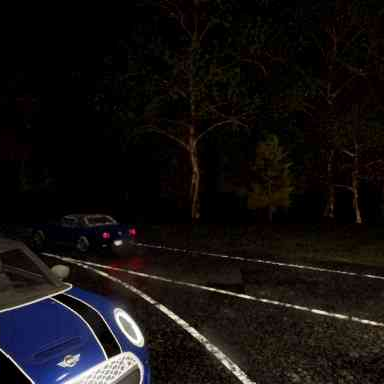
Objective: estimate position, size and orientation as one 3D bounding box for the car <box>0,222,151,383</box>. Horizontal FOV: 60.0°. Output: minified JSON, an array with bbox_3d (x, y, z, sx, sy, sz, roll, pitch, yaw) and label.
[{"bbox_3d":[-2.619,1.338,3.748,4.553,1.767,2.097,1,0,35],"label":"car"}]

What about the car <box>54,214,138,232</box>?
[{"bbox_3d":[-4.437,1.538,13.340,4.718,1.301,1.895,0,0,36],"label":"car"}]
